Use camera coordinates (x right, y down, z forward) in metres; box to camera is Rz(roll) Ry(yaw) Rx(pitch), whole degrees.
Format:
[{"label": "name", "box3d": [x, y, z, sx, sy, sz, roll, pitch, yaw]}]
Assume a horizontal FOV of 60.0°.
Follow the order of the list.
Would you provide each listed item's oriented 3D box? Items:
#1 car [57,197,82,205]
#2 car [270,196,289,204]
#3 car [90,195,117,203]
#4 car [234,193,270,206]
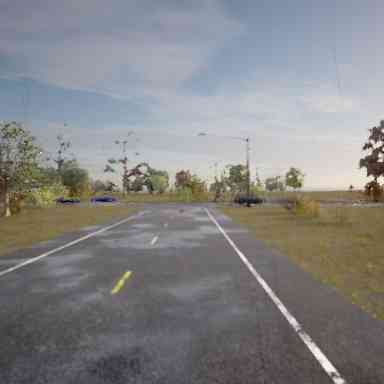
[{"label": "car", "box3d": [-21.155, 1.510, 56.474, 4.718, 1.301, 1.895, 0, 0, -2]}, {"label": "car", "box3d": [17.468, 1.568, 64.538, 4.902, 1.511, 2.128, 0, 0, -2]}, {"label": "car", "box3d": [-16.882, 1.397, 63.601, 5.008, 1.535, 1.882, 0, 0, -2]}, {"label": "car", "box3d": [10.042, 1.265, 57.303, 5.566, 2.045, 2.150, 0, 0, -2]}]
